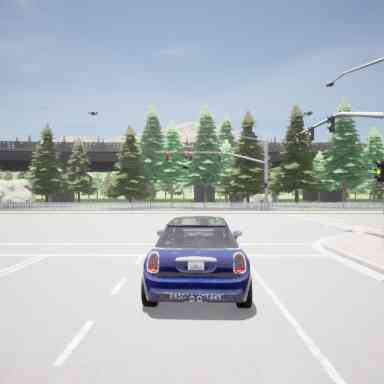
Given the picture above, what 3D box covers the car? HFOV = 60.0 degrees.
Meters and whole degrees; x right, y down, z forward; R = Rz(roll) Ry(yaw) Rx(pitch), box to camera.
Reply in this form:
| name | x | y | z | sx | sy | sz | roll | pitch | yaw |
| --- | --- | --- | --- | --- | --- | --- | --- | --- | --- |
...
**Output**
| name | x | y | z | sx | sy | sz | roll | pitch | yaw |
| --- | --- | --- | --- | --- | --- | --- | --- | --- | --- |
| car | 0.167 | 1.352 | 8.102 | 2.097 | 1.767 | 4.553 | 0 | 0 | 3 |
